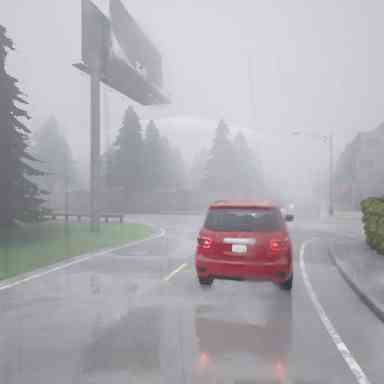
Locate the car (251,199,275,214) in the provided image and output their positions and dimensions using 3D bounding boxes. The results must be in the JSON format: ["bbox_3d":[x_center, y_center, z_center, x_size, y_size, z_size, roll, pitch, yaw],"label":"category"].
[{"bbox_3d":[7.988,1.540,37.009,1.812,1.442,4.674,0,0,21],"label":"car"}]

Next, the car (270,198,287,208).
[{"bbox_3d":[12.874,1.620,49.421,1.895,1.301,4.718,0,0,22],"label":"car"}]

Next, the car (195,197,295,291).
[{"bbox_3d":[1.627,1.227,9.345,2.150,2.045,5.566,0,0,14],"label":"car"}]

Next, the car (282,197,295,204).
[{"bbox_3d":[18.343,1.625,63.156,1.895,1.301,4.718,0,0,23],"label":"car"}]
